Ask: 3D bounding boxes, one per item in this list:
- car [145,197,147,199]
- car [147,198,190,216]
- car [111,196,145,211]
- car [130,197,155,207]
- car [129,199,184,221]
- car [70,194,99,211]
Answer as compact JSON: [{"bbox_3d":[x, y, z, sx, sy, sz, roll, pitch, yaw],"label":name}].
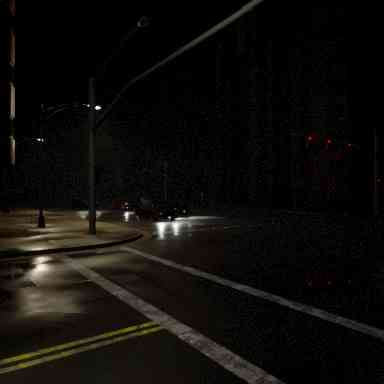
[{"bbox_3d":[-8.551,1.526,47.062,1.812,1.442,4.674,0,0,-36],"label":"car"},{"bbox_3d":[-2.126,1.505,32.024,1.837,1.490,4.892,0,0,-36],"label":"car"},{"bbox_3d":[-8.025,1.353,40.127,2.097,1.767,4.553,0,0,-37],"label":"car"},{"bbox_3d":[-7.852,1.526,52.055,1.812,1.442,4.674,0,0,-37],"label":"car"},{"bbox_3d":[-3.061,1.547,27.453,2.033,1.411,5.357,0,0,-31],"label":"car"},{"bbox_3d":[-13.576,1.223,41.839,2.150,2.045,5.566,0,0,-36],"label":"car"}]
